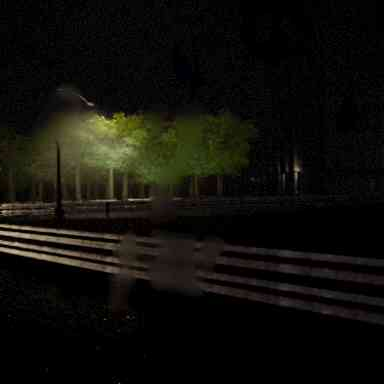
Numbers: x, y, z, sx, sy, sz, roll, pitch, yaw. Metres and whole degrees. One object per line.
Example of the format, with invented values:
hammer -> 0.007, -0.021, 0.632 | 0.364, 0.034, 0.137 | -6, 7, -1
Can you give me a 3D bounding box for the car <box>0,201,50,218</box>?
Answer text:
car -> -15.764, 1.632, 31.131 | 4.792, 1.488, 2.163 | -2, -1, 6
